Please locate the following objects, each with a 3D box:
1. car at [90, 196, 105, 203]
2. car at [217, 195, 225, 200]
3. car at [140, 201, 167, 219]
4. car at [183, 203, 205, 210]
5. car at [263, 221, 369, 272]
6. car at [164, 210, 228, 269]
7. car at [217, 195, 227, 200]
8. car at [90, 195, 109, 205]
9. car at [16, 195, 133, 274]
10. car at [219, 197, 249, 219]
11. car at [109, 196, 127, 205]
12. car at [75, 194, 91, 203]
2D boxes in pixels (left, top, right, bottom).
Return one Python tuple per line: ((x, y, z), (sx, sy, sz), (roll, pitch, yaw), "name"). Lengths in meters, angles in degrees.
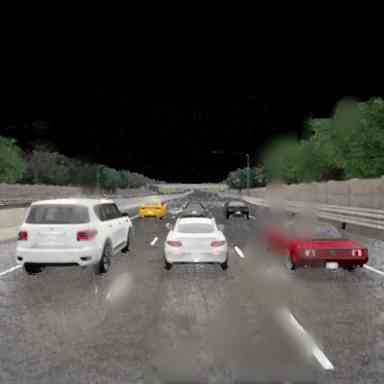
((-20.446, 1.555, 72.006), (1.994, 1.385, 4.181), (0, 0, 1), "car")
((7.901, 1.495, 92.103), (1.895, 1.301, 4.718), (0, 0, 1), "car")
((-3.301, 1.486, 28.831), (1.882, 1.535, 5.008), (0, 0, 0), "car")
((0.194, 1.572, 27.903), (1.994, 1.385, 4.181), (0, 0, 0), "car")
((3.618, 1.603, 10.783), (1.895, 1.301, 4.718), (0, 0, 0), "car")
((0.119, 1.528, 11.030), (1.812, 1.442, 4.674), (0, 0, 0), "car")
((7.582, 1.400, 82.535), (2.128, 1.511, 4.902), (0, 0, 3), "car")
((-17.116, 1.377, 61.699), (2.097, 1.767, 4.553), (0, 0, 1), "car")
((-3.383, 1.225, 10.690), (2.150, 2.045, 5.566), (0, 0, 0), "car")
((3.699, 1.486, 28.826), (1.882, 1.535, 5.008), (0, 0, 0), "car")
((-13.619, 1.520, 61.598), (2.128, 1.511, 4.902), (0, 0, 1), "car")
((-23.309, 1.362, 71.246), (2.097, 1.767, 4.553), (0, 0, -2), "car")
